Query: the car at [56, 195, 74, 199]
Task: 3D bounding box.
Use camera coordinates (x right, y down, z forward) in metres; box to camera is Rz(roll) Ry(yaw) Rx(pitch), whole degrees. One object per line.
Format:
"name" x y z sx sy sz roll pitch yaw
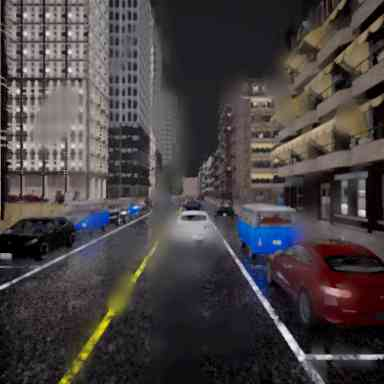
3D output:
"car" -21.162 1.181 57.040 4.097 1.590 1.967 1 -1 0

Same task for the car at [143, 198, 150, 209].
"car" -5.716 1.528 46.265 1.967 1.590 4.097 0 0 0

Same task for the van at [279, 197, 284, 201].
"van" 16.899 1.814 57.010 3.998 1.788 1.690 1 -1 0

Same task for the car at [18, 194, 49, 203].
"car" -26.739 1.215 57.021 4.206 1.307 1.802 1 -1 0

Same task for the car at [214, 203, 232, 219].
"car" 2.674 1.603 29.323 2.008 1.369 4.403 0 0 0

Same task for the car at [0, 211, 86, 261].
"car" -5.696 1.587 12.373 1.947 1.339 4.313 0 0 0

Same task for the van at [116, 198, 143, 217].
"van" -5.706 1.394 29.320 1.690 1.788 3.998 0 0 0

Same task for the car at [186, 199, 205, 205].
"car" 0.070 1.618 30.035 1.994 1.385 4.181 0 0 0

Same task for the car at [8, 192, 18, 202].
"car" -32.308 0.841 57.011 5.009 1.841 2.192 1 -1 0

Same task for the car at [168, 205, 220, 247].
"car" 0.079 1.551 15.149 1.812 1.442 4.674 0 0 0

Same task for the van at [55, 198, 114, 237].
"van" -5.700 1.372 18.022 1.690 1.788 3.998 0 0 0

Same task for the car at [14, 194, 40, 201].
"car" -32.398 1.112 65.385 4.206 1.307 1.802 1 -1 0

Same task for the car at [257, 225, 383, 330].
"car" 2.687 1.593 6.729 1.802 1.307 4.206 0 0 0

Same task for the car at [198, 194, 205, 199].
"car" 2.637 1.524 95.398 2.192 1.841 5.009 0 0 0

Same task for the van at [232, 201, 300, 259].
"van" 2.684 1.362 12.378 1.690 1.788 3.998 0 0 0

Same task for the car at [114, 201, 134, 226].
"car" -5.703 1.592 23.671 2.008 1.369 4.403 0 0 0

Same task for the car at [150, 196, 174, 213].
"car" -3.106 1.561 37.436 2.128 1.511 4.902 0 0 0
